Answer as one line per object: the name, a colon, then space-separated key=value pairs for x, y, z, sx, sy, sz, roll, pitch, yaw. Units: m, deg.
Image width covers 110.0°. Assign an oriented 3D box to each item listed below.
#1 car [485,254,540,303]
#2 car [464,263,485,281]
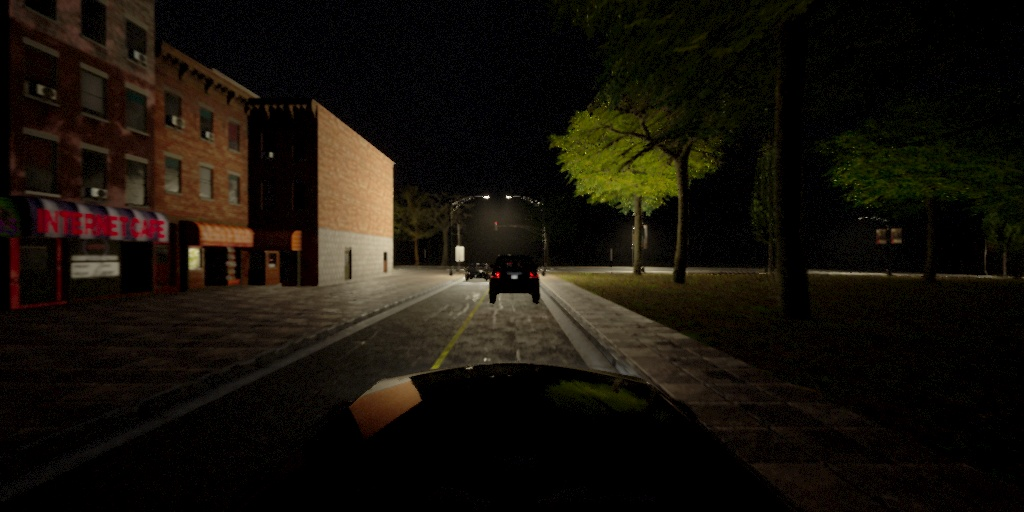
car: x=0.099 y=0.981 z=16.948 sx=2.150 sy=2.045 sz=5.566 roll=0 pitch=-1 yaw=0
car: x=-2.818 y=1.324 z=30.311 sx=1.837 sy=1.490 sz=4.892 roll=0 pitch=-1 yaw=0
